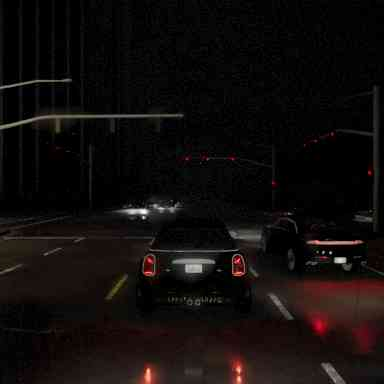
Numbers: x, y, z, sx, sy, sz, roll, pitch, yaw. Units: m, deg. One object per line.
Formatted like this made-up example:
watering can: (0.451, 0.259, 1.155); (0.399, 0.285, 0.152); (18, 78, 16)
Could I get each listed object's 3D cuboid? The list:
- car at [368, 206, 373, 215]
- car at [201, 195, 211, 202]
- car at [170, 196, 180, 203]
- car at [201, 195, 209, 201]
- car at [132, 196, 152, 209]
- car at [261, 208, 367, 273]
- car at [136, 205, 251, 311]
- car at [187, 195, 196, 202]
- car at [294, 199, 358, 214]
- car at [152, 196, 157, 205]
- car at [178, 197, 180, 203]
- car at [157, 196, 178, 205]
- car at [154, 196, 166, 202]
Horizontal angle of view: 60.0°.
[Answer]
car: (19.120, 1.560, 31.116); (4.892, 1.490, 1.837); (0, 0, 0)
car: (3.359, 1.500, 77.817); (1.837, 1.490, 4.892); (0, 0, 0)
car: (-3.630, 1.540, 71.669); (2.033, 1.411, 5.357); (0, 0, 0)
car: (3.341, 1.478, 87.916); (1.882, 1.535, 5.008); (0, 0, 0)
car: (-7.183, 1.601, 46.505); (1.895, 1.301, 4.718); (0, 0, 0)
car: (3.600, 1.492, 10.729); (2.128, 1.511, 4.902); (0, 0, -3)
car: (0.043, 1.352, 7.919); (2.097, 1.767, 4.553); (0, 0, 0)
car: (-0.141, 1.478, 77.833); (1.882, 1.535, 5.008); (0, 0, 0)
car: (10.829, 1.554, 27.431); (4.892, 1.490, 1.837); (0, 1, 3)
car: (-7.183, 1.526, 59.481); (1.812, 1.442, 4.674); (0, 0, 0)
car: (-3.683, 1.504, 59.603); (1.837, 1.490, 4.892); (0, 0, 0)
car: (-3.687, 1.352, 50.504); (2.097, 1.767, 4.553); (0, 0, 0)
car: (-7.135, 1.540, 74.770); (2.033, 1.411, 5.357); (0, 0, 0)
